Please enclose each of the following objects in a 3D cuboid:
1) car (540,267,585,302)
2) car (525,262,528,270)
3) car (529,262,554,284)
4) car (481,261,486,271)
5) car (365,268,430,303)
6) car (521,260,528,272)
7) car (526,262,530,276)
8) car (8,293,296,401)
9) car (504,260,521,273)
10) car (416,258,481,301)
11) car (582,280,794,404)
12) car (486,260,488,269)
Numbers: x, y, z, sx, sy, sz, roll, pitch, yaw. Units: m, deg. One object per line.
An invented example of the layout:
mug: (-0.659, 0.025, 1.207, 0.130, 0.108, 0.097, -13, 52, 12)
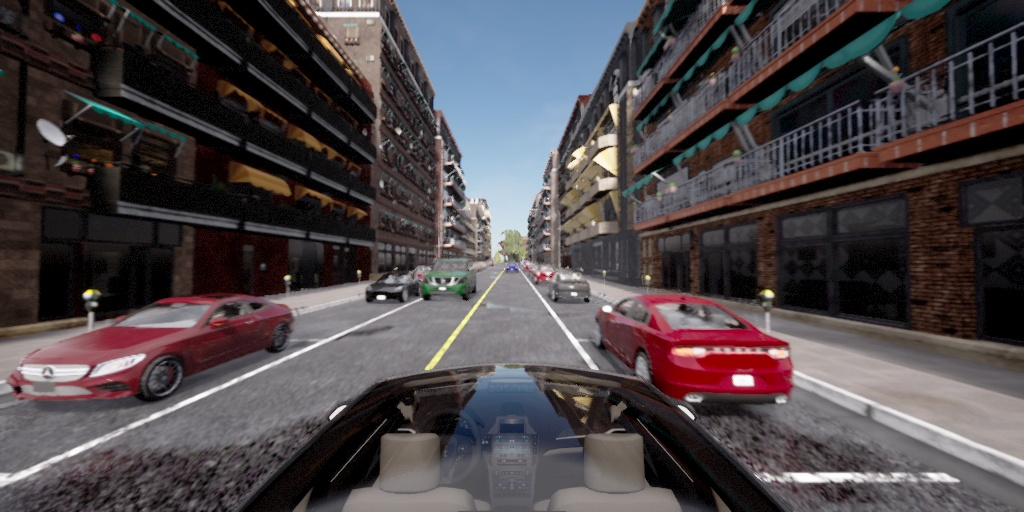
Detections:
car: (2.690, 1.435, 17.733, 2.007, 1.370, 4.403, 0, 0, 0)
car: (2.688, 1.659, 40.378, 1.802, 1.307, 4.207, 0, 0, 0)
car: (2.689, 1.420, 29.056, 1.967, 1.591, 4.097, 0, 0, 0)
car: (-5.693, 1.768, 57.404, 1.888, 1.381, 4.507, 0, 0, 0)
car: (-5.691, 1.450, 17.773, 1.948, 1.339, 4.313, 0, 0, 0)
car: (2.688, 1.663, 57.364, 1.967, 1.591, 4.097, 0, 0, 0)
car: (2.689, 1.579, 34.717, 2.007, 1.370, 4.403, 0, 0, 0)
car: (-5.691, 1.371, 6.450, 1.802, 1.307, 4.207, 0, 0, 0)
car: (-0.001, 1.695, 51.096, 1.812, 1.442, 4.674, 0, 0, 0)
car: (-3.080, 1.113, 18.729, 2.150, 2.045, 5.566, 0, 0, 0)
car: (2.690, 1.335, 6.410, 1.888, 1.381, 4.507, 0, 0, 0)
car: (-5.693, 1.797, 62.895, 1.751, 1.417, 4.829, 0, 0, 0)
